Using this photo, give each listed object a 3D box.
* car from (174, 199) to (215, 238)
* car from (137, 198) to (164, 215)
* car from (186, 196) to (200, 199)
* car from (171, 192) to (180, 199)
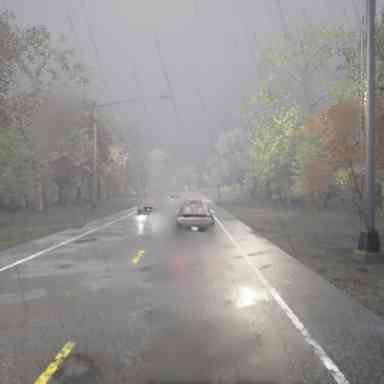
[{"bbox_3d":[0.117,1.306,16.419,2.128,1.511,4.902,0,1,0],"label":"car"},{"bbox_3d":[-3.561,1.221,29.031,1.994,1.385,4.181,0,1,0],"label":"car"},{"bbox_3d":[0.137,1.114,34.789,1.812,1.442,4.674,0,1,0],"label":"car"},{"bbox_3d":[-3.433,0.649,69.317,2.033,1.411,5.357,0,1,0],"label":"car"}]
